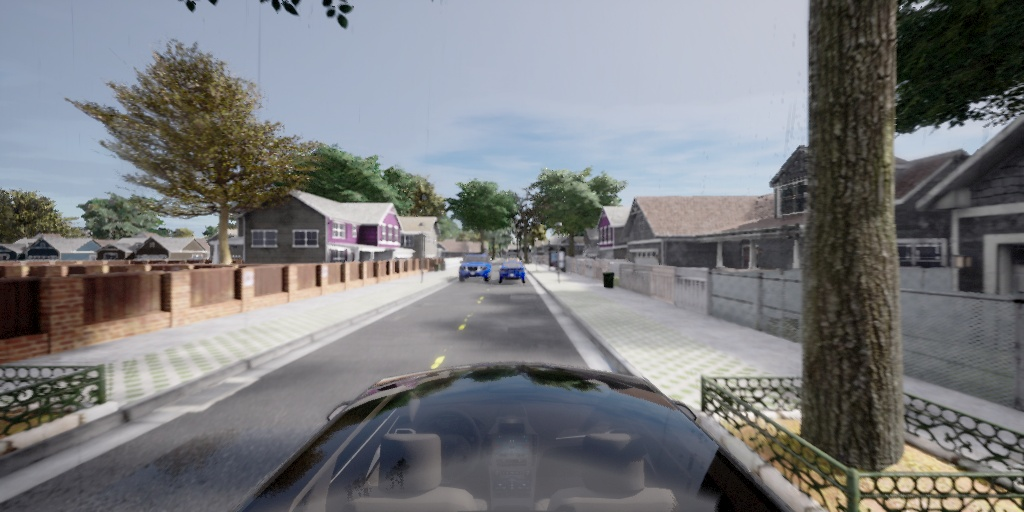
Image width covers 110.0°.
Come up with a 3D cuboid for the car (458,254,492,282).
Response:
[{"bbox_3d":[-2.759,0.872,27.961,2.150,2.045,5.566,0,0,0],"label":"car"}]

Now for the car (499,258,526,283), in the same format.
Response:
[{"bbox_3d":[0.022,1.130,27.080,1.882,1.535,5.008,0,1,1],"label":"car"}]
